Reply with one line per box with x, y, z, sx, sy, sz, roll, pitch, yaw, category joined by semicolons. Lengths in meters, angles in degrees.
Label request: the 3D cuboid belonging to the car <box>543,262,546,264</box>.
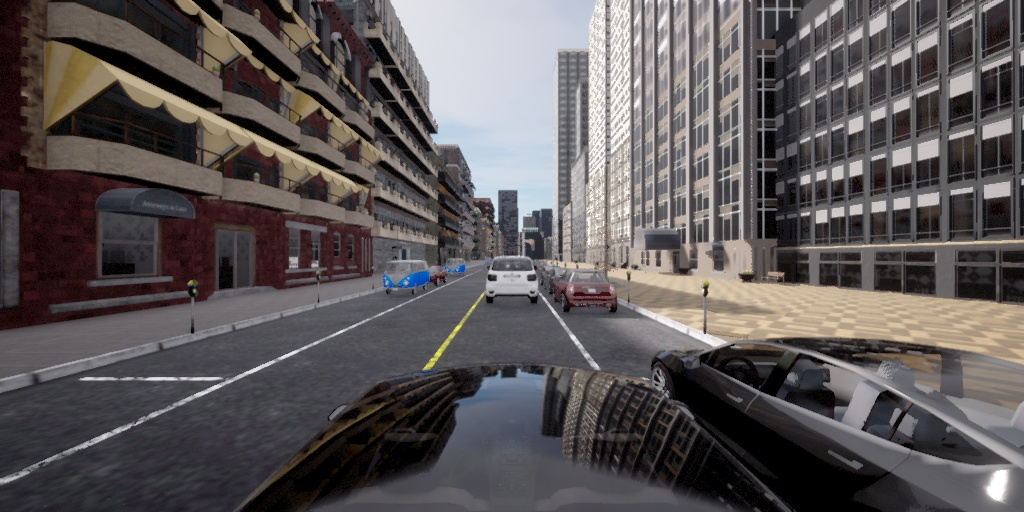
2.691;1.307;25.064;2.007;1.370;4.403;0;0;0;car

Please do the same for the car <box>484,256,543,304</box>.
0.000;1.012;16.530;2.150;2.045;5.566;0;0;0;car

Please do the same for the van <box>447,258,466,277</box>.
-5.690;1.104;36.109;1.690;1.789;3.998;0;0;0;van

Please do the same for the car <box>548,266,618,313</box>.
2.691;1.192;14.018;1.967;1.591;4.097;0;0;0;car

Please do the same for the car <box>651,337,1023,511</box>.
2.691;1.314;2.972;1.948;1.339;4.313;0;0;0;car

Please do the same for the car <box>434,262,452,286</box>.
-5.690;1.302;25.065;1.888;1.381;4.507;0;0;0;car

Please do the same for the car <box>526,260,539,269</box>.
3.149;1.311;56.847;1.812;1.442;4.674;0;0;0;car

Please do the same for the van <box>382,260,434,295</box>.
-5.690;1.095;19.542;1.690;1.789;3.998;0;0;0;van

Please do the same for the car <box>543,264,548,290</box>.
2.691;1.305;19.541;2.007;1.370;4.403;0;0;0;car
